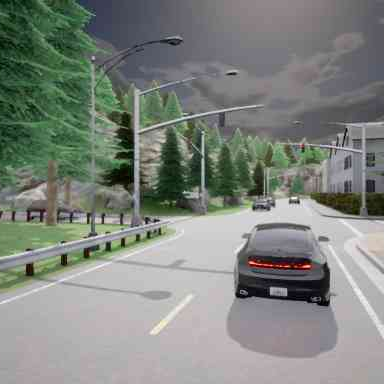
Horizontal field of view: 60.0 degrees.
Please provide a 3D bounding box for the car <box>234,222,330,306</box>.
[{"bbox_3d":[2.237,1.505,8.165,1.837,1.490,4.892,0,0,17],"label":"car"}]

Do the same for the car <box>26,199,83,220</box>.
[{"bbox_3d":[-11.426,1.367,27.725,4.553,1.767,2.097,0,0,17],"label":"car"}]

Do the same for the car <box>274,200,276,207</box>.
[{"bbox_3d":[11.641,1.564,50.614,1.994,1.385,4.181,0,0,17],"label":"car"}]

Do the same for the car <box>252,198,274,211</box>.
[{"bbox_3d":[8.644,1.564,41.073,1.994,1.385,4.181,0,0,17],"label":"car"}]

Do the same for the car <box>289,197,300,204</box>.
[{"bbox_3d":[19.234,1.564,62.531,1.994,1.385,4.181,0,0,17],"label":"car"}]
